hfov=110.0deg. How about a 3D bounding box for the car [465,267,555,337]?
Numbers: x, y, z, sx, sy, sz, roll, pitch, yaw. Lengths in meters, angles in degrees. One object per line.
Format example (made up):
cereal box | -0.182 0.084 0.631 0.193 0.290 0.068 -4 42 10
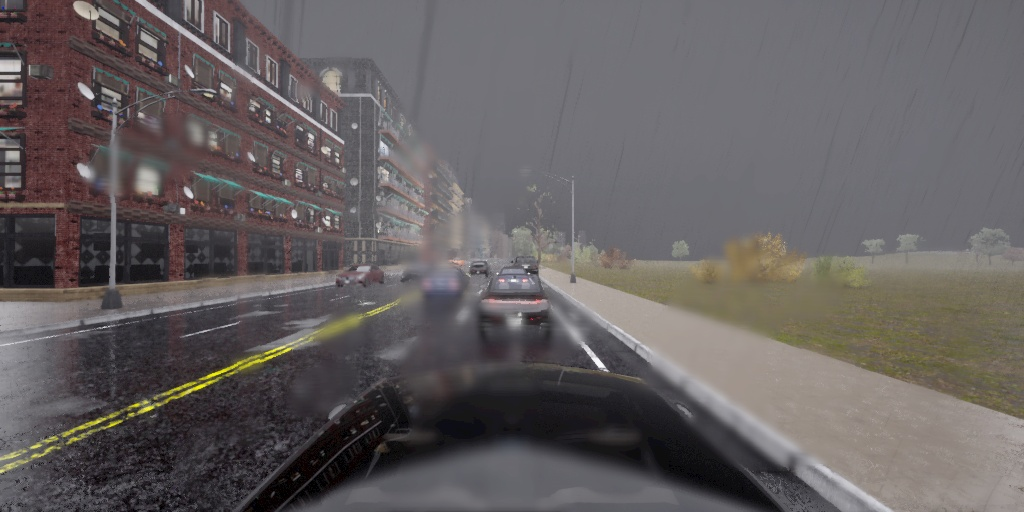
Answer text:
car | 0.087 1.243 10.292 2.128 1.511 4.902 0 0 0

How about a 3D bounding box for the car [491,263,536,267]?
car | 0.072 1.300 20.732 2.033 1.411 5.357 0 0 0

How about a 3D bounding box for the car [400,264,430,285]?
car | -6.644 1.301 26.658 2.033 1.411 5.357 0 0 0

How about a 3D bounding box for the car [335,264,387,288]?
car | -9.887 1.279 23.834 1.812 1.442 4.674 0 0 0

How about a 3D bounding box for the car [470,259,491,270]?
car | -3.208 1.260 36.356 1.837 1.490 4.892 0 0 0

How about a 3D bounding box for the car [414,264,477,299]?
car | -3.168 1.299 18.159 2.033 1.411 5.357 0 0 -1

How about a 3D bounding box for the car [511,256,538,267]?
car | 1.088 0.979 30.944 2.150 2.045 5.566 0 0 0
